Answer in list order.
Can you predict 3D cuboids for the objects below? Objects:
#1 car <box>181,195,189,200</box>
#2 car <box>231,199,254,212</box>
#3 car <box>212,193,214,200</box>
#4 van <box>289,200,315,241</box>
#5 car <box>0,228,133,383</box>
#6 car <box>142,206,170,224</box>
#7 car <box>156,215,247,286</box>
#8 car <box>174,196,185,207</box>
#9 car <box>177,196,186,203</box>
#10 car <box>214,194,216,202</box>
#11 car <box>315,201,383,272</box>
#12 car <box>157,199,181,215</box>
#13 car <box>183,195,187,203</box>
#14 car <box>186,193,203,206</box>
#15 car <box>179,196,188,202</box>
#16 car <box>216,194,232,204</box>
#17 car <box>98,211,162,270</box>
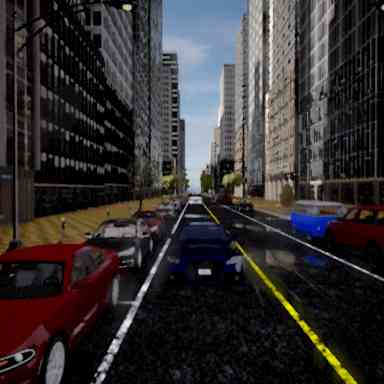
[{"bbox_3d":[-1.971,1.524,90.362,2.008,1.369,4.403,-1,0,0],"label":"car"},{"bbox_3d":[6.201,1.541,39.174,2.008,1.369,4.403,-1,0,0],"label":"car"},{"bbox_3d":[6.362,1.418,78.960,1.967,1.590,4.097,-1,0,0],"label":"car"},{"bbox_3d":[6.106,1.337,16.440,1.690,1.788,3.998,-1,0,0],"label":"van"},{"bbox_3d":[-2.319,1.544,5.107,1.887,1.381,4.507,-1,0,0],"label":"car"},{"bbox_3d":[-2.272,1.578,16.475,1.802,1.307,4.206,-1,0,0],"label":"car"},{"bbox_3d":[0.301,1.562,9.272,1.994,1.385,4.181,0,0,1],"label":"car"},{"bbox_3d":[-2.180,1.542,39.209,2.008,1.369,4.403,-1,0,0],"label":"car"},{"bbox_3d":[-2.064,1.508,67.457,1.752,1.417,4.829,-1,0,0],"label":"car"},{"bbox_3d":[6.315,1.297,67.593,2.192,1.841,5.009,-1,0,0],"label":"car"},{"bbox_3d":[6.082,1.313,10.757,2.192,1.841,5.009,-1,0,0],"label":"car"},{"bbox_3d":[-2.226,1.545,27.842,2.008,1.369,4.403,-1,0,0],"label":"car"},{"bbox_3d":[-2.133,1.570,50.576,1.802,1.307,4.206,-1,0,0],"label":"car"},{"bbox_3d":[0.580,1.209,54.267,2.150,2.045,5.566,0,0,0],"label":"car"},{"bbox_3d":[-2.017,1.544,78.994,1.947,1.339,4.313,-1,0,0],"label":"car"},{"bbox_3d":[6.291,1.299,61.909,2.192,1.841,5.009,-1,0,0],"label":"car"},{"bbox_3d":[-2.297,1.548,10.791,2.008,1.369,4.403,-1,0,0],"label":"car"}]
